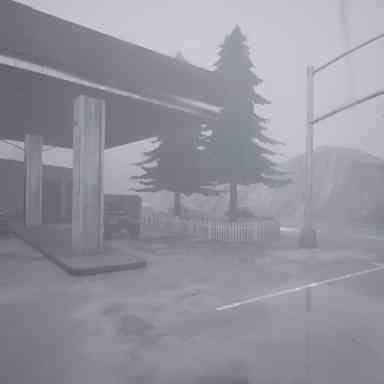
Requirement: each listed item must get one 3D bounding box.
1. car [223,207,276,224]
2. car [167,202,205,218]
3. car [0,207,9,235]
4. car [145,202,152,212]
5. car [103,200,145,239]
[{"bbox_3d":[4.245,1.816,24.900,1.994,1.385,4.181,1,0,-35],"label":"car"},{"bbox_3d":[-0.671,1.721,31.899,1.812,1.442,4.674,1,0,-35],"label":"car"},{"bbox_3d":[-11.604,1.521,18.514,2.242,1.667,4.611,1,0,-36],"label":"car"},{"bbox_3d":[-6.536,1.652,40.227,1.812,1.442,4.674,1,0,-35],"label":"car"},{"bbox_3d":[-4.473,1.446,18.305,1.905,1.878,3.866,1,0,-36],"label":"car"}]
